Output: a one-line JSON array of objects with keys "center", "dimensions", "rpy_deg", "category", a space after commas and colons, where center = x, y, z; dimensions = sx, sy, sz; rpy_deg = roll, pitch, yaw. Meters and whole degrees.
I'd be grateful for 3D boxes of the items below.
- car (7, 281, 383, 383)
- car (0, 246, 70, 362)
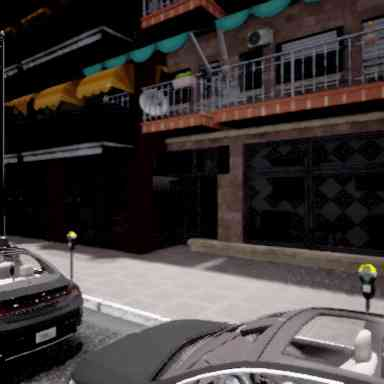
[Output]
[{"center": [0.894, 1.552, 2.236], "dimensions": [4.403, 1.369, 2.008], "rpy_deg": [0, 0, 36], "category": "car"}, {"center": [-3.610, 1.569, 5.449], "dimensions": [4.403, 1.369, 2.008], "rpy_deg": [0, 0, 36], "category": "car"}]
